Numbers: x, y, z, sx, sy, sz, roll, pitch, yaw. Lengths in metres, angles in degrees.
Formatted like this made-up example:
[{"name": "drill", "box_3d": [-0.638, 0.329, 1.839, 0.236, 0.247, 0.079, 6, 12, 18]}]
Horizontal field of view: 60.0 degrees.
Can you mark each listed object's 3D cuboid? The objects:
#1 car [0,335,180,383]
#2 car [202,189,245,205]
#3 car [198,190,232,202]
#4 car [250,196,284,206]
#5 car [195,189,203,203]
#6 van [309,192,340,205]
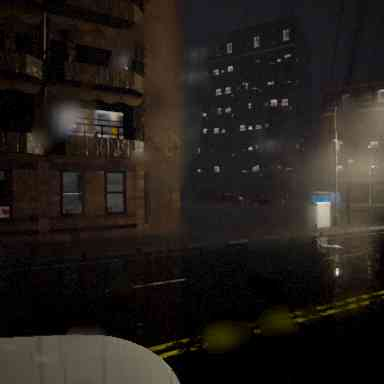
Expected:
[{"name": "car", "box_3d": [-2.225, 1.526, 1.751, 4.674, 1.442, 1.812, 0, 0, -29]}, {"name": "car", "box_3d": [4.449, 0.754, 44.343, 5.009, 1.841, 2.192, 1, 0, 29]}, {"name": "car", "box_3d": [3.735, 0.603, 54.357, 5.009, 1.841, 2.192, 1, 0, 29]}, {"name": "car", "box_3d": [9.353, 1.105, 41.582, 4.206, 1.307, 1.802, 1, 0, 29]}, {"name": "car", "box_3d": [3.147, 0.595, 48.025, 5.566, 2.045, 2.150, 1, 1, 29]}, {"name": "van", "box_3d": [18.463, 0.882, 46.078, 3.998, 1.788, 1.690, 1, 0, 29]}]
